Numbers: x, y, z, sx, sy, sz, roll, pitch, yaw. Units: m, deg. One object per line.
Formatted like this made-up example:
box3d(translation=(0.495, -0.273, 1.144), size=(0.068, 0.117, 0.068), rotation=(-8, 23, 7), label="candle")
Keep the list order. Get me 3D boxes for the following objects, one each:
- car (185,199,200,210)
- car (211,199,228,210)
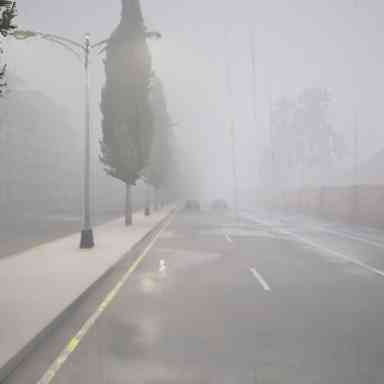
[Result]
box3d(translation=(0.072, 1.574, 42.858), size=(1.994, 1.385, 4.181), rotation=(0, 0, 0), label="car")
box3d(translation=(3.572, 1.574, 43.377), size=(1.994, 1.385, 4.181), rotation=(0, 0, 0), label="car")
